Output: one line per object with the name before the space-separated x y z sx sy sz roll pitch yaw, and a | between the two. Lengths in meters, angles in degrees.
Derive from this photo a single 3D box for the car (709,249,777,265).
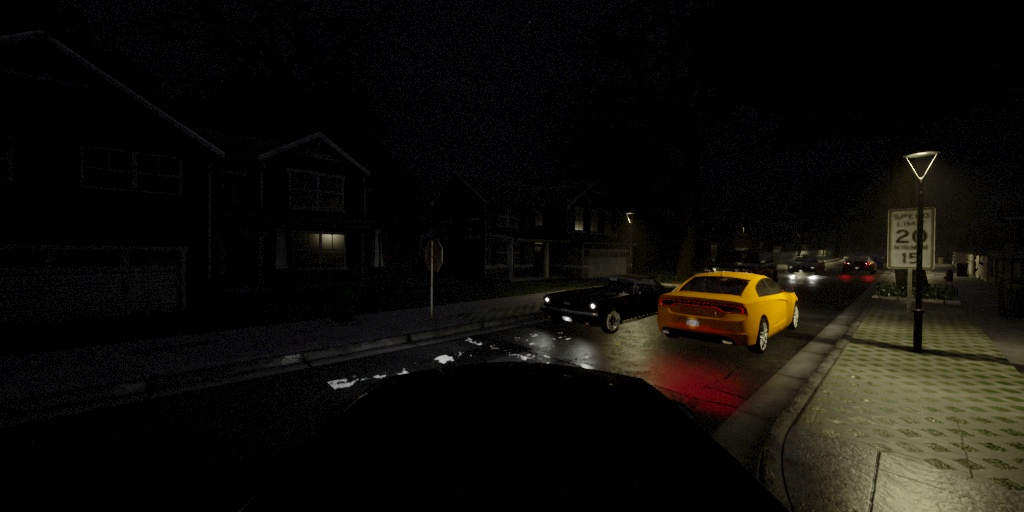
car | 11.703 0.685 18.199 5.566 2.045 2.150 -1 1 -42

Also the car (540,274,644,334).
car | 3.000 1.219 10.377 4.718 1.301 1.895 -1 1 -42

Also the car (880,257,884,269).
car | 36.605 0.478 36.756 5.008 1.535 1.882 -1 2 -41

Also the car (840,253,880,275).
car | 28.967 0.710 29.835 4.674 1.442 1.812 -1 2 -41

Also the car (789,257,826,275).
car | 24.425 0.753 29.603 5.357 1.411 2.033 -1 2 -42

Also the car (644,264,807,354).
car | 5.385 1.125 8.685 5.008 1.535 1.882 -1 1 -42
